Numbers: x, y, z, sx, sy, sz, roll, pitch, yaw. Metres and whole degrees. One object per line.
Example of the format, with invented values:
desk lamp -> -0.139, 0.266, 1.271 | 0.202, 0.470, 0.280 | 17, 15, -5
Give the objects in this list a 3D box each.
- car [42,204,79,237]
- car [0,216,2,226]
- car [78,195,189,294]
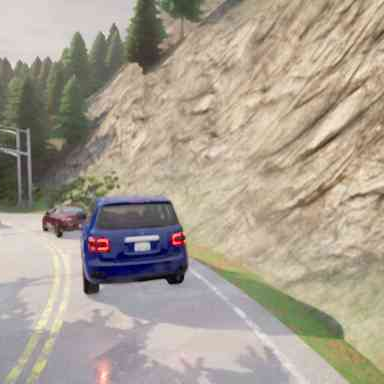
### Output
car -> -6.266, 1.341, 16.871 | 1.812, 1.442, 4.674 | -3, 2, -35
car -> -13.721, 1.544, 21.526 | 2.033, 1.411, 5.357 | -4, 2, -38
car -> -1.784, 1.092, 8.812 | 2.150, 2.045, 5.566 | -2, 1, -19
